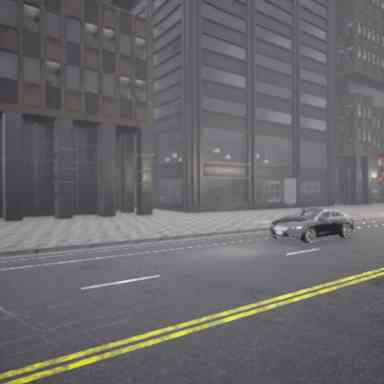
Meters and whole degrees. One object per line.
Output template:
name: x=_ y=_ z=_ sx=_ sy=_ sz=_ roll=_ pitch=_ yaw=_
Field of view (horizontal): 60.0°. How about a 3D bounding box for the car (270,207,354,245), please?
car: x=5.767 y=1.503 z=15.795 sx=4.902 sy=1.511 sz=2.128 roll=0 pitch=0 yaw=-35
